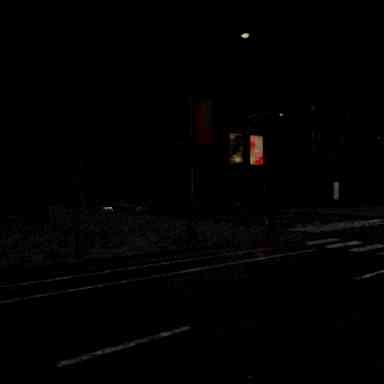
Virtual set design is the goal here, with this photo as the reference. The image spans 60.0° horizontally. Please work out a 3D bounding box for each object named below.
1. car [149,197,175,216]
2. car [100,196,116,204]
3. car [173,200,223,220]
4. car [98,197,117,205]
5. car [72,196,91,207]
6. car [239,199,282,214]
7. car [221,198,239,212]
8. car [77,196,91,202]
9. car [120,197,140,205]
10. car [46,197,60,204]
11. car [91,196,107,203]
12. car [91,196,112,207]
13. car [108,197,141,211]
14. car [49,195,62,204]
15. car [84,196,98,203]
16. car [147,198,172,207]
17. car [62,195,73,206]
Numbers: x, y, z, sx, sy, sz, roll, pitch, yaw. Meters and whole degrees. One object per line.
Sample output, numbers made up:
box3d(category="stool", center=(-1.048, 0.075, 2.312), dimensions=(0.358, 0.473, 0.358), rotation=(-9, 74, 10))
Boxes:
box3d(category="car", center=(-2.706, 1.466, 34.681), dimensions=(2.192, 1.841, 5.009), rotation=(-1, 1, -36))
box3d(category="car", center=(-17.835, 1.616, 70.537), dimensions=(1.967, 1.590, 4.097), rotation=(-1, 1, -36))
box3d(category="car", center=(0.451, 1.698, 30.268), dimensions=(1.947, 1.339, 4.313), rotation=(-1, 1, -36))
box3d(category="car", center=(-16.122, 1.751, 63.395), dimensions=(1.994, 1.385, 4.181), rotation=(-1, 0, -36))
box3d(category="car", center=(-18.469, 1.836, 56.762), dimensions=(1.802, 1.307, 4.206), rotation=(-1, 1, -36))
box3d(category="car", center=(7.387, 1.448, 35.219), dimensions=(1.967, 1.590, 4.097), rotation=(-1, 1, -36))
box3d(category="car", center=(4.235, 1.467, 39.634), dimensions=(1.967, 1.590, 4.097), rotation=(-1, 1, -36))
box3d(category="car", center=(-27.290, 1.799, 83.782), dimensions=(2.008, 1.369, 4.403), rotation=(-1, 1, -36))
box3d(category="car", center=(-11.626, 1.656, 61.847), dimensions=(1.752, 1.417, 4.829), rotation=(-1, 1, -36))
box3d(category="car", center=(-31.082, 1.893, 74.424), dimensions=(1.887, 1.381, 4.507), rotation=(-1, 1, -36))
box3d(category="car", center=(-20.987, 1.639, 74.952), dimensions=(1.967, 1.590, 4.097), rotation=(-1, 1, -36))
box3d(category="car", center=(-14.939, 1.697, 56.576), dimensions=(2.128, 1.511, 4.902), rotation=(-1, 0, -36))
box3d(category="car", center=(-8.910, 1.715, 43.376), dimensions=(1.752, 1.417, 4.829), rotation=(-1, 1, -36))
box3d(category="car", center=(-27.933, 1.639, 70.007), dimensions=(2.192, 1.841, 5.009), rotation=(-1, 1, -36))
box3d(category="car", center=(-24.139, 1.768, 79.367), dimensions=(1.887, 1.381, 4.507), rotation=(-1, 1, -36))
box3d(category="car", center=(-5.222, 1.632, 52.879), dimensions=(1.887, 1.381, 4.507), rotation=(-1, 1, -36))
box3d(category="car", center=(-21.626, 1.592, 61.175), dimensions=(2.192, 1.841, 5.009), rotation=(-1, 1, -36))
